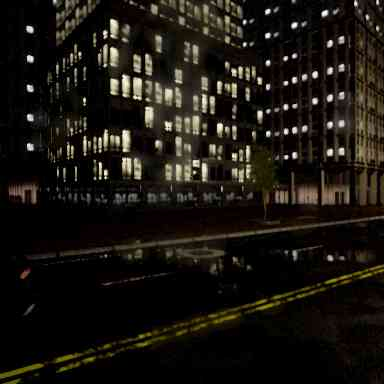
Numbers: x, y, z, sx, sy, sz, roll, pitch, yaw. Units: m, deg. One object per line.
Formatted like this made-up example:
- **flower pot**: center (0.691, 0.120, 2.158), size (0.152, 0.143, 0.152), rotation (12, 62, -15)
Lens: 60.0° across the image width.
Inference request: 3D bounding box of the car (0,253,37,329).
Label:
- **car**: center (-4.731, 1.495, 4.347), size (4.902, 1.511, 2.128), rotation (0, 0, -35)
